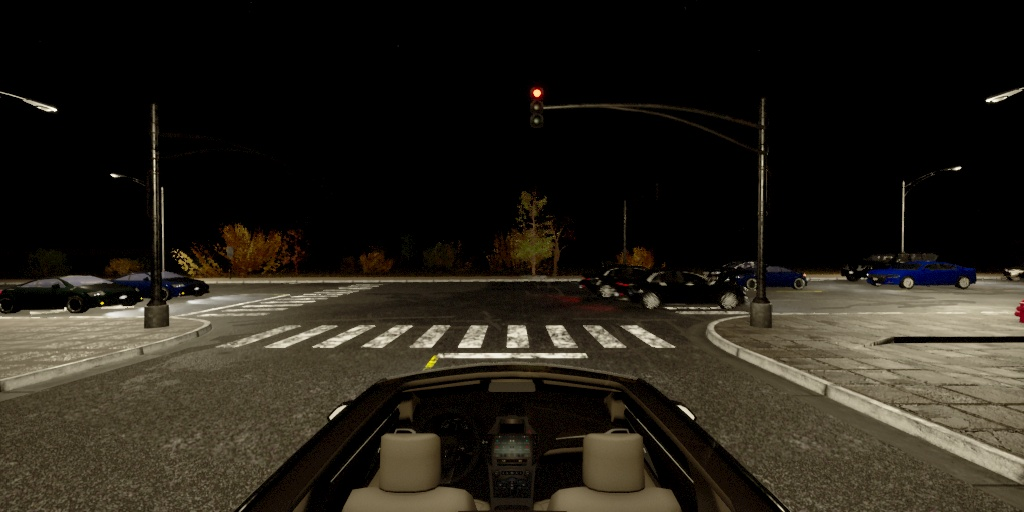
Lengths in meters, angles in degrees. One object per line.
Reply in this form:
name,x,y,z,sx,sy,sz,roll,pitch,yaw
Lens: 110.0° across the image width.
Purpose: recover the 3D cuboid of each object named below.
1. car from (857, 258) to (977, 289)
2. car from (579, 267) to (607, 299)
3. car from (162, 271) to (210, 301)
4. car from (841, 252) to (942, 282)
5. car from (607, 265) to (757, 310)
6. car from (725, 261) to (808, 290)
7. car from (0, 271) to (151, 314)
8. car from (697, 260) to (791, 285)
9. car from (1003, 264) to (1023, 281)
car,23.480,1.046,20.684,5.008,1.535,1.882,0,1,0
car,5.748,1.218,17.389,4.892,1.490,1.837,0,1,1
car,-17.455,1.436,17.573,4.181,1.385,1.994,0,1,0
car,25.411,0.737,23.916,5.566,2.045,2.150,0,1,1
car,6.535,1.253,14.134,4.892,1.490,1.837,0,1,1
car,14.502,1.187,20.761,4.181,1.385,1.994,0,1,0
car,-17.513,1.478,14.329,4.181,1.385,1.994,0,1,0
car,15.385,1.068,24.004,4.902,1.511,2.128,0,1,0
car,35.892,0.946,23.819,4.902,1.511,2.128,0,1,1
